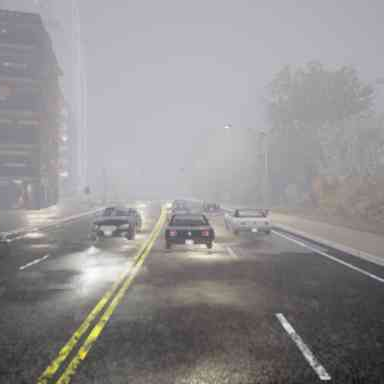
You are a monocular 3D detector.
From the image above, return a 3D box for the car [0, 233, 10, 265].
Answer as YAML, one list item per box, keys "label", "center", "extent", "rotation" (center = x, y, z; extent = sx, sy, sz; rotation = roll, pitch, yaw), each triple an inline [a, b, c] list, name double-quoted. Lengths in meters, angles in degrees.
- label: "car"
  center: [-6.710, 1.553, 8.776]
  extent: [1.994, 1.385, 4.181]
  rotation: [0, 0, -1]

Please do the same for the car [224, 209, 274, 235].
- label: "car"
  center: [2.951, 1.557, 18.333]
  extent: [1.895, 1.301, 4.718]
  rotation: [0, 0, -2]

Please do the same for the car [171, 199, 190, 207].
- label: "car"
  center: [-1.241, 1.464, 35.241]
  extent: [2.033, 1.411, 5.357]
  rotation: [0, 0, -5]

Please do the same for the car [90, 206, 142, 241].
- label: "car"
  center: [-3.622, 1.460, 16.548]
  extent: [2.128, 1.511, 4.902]
  rotation: [0, 0, -2]

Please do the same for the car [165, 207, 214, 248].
- label: "car"
  center: [-0.164, 1.570, 14.606]
  extent: [1.895, 1.301, 4.718]
  rotation: [0, 0, -2]

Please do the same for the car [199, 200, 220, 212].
- label: "car"
  center: [1.873, 1.508, 37.005]
  extent: [1.895, 1.301, 4.718]
  rotation: [0, 0, -4]
